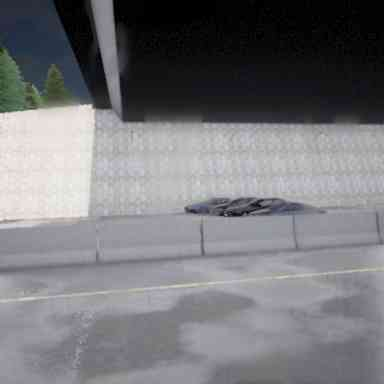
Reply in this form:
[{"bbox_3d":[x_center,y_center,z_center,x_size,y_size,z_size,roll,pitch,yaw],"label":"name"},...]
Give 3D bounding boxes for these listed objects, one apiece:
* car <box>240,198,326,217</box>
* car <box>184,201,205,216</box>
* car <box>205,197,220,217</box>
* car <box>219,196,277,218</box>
[{"bbox_3d":[5.019,1.223,17.758,4.181,1.385,1.994,-2,1,-11],"label":"car"},{"bbox_3d":[2.094,1.171,27.881,5.357,1.411,2.033,-2,1,-11],"label":"car"},{"bbox_3d":[3.801,1.118,24.653,4.892,1.490,1.837,-2,1,-11],"label":"car"},{"bbox_3d":[4.609,1.107,21.245,5.008,1.535,1.882,-2,1,-11],"label":"car"}]
